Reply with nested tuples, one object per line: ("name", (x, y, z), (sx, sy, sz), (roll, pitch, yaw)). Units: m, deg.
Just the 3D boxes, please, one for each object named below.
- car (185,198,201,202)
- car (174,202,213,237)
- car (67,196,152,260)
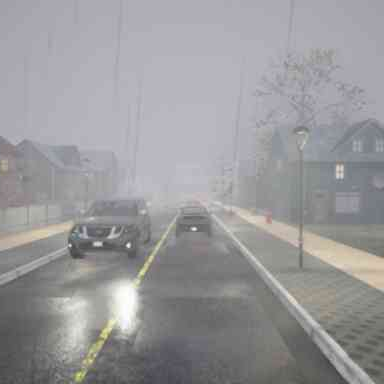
("car", (0.085, 1.454, 43.109), (1.882, 1.535, 5.008), (0, 0, 0))
("car", (0.094, 1.494, 18.125), (1.837, 1.490, 4.892), (0, 0, 0))
("car", (-2.854, 1.213, 12.825), (2.150, 2.045, 5.566), (0, 0, 0))
